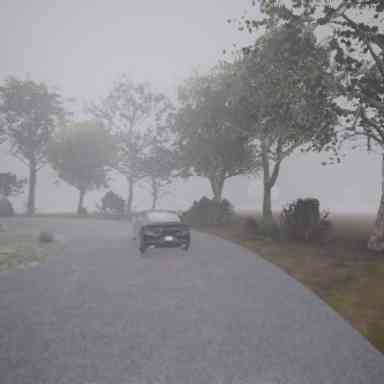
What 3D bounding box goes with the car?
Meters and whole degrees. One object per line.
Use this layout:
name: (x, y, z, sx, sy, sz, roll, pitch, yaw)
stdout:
car: (-1.460, 1.493, 14.176, 1.882, 1.535, 5.008, 1, 0, -15)
